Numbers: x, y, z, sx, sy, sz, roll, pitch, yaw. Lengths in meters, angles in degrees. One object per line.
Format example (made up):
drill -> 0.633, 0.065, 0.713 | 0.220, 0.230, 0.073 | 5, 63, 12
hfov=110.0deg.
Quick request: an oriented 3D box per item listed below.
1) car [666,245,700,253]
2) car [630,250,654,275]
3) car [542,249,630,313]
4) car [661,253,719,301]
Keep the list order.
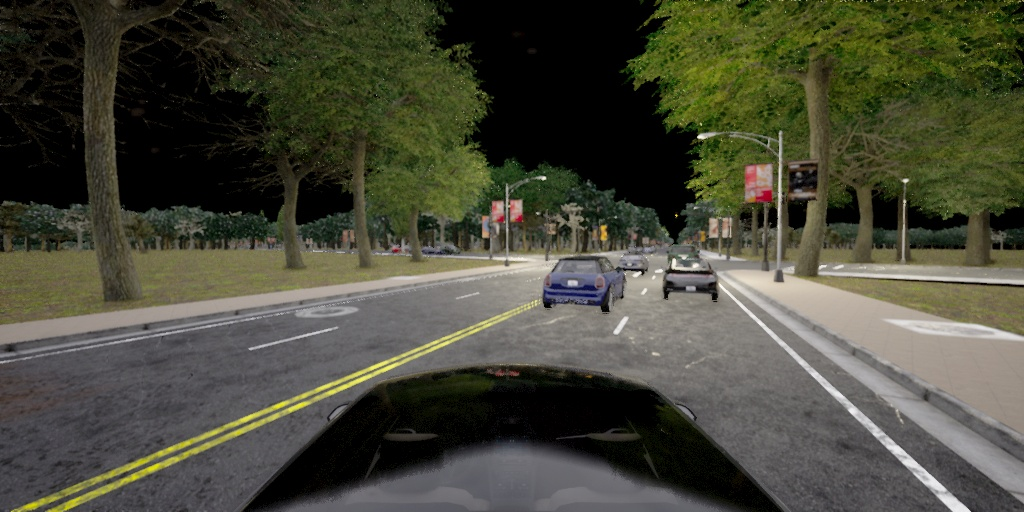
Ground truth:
car -> 13.120, 0.137, 27.557 | 2.150, 2.045, 5.566 | 0, 2, 25
car -> 8.785, 0.536, 25.900 | 2.033, 1.411, 5.357 | 0, 2, 25
car -> 2.689, 0.766, 12.583 | 2.097, 1.767, 4.553 | 0, 2, 25
car -> 7.128, 0.825, 14.472 | 2.128, 1.511, 4.902 | 0, 2, 25
